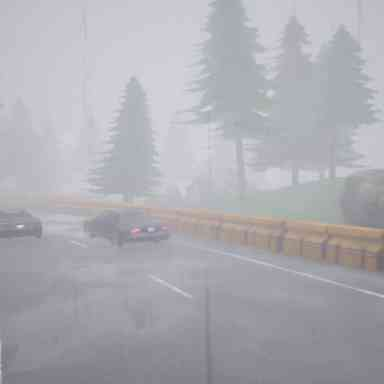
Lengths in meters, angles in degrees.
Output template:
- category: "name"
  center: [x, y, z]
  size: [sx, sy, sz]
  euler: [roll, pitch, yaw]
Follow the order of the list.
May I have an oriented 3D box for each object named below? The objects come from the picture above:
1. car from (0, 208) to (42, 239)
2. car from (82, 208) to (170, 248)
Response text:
- category: "car"
  center: [-8.629, 1.425, 15.746]
  size: [1.994, 1.385, 4.181]
  euler: [-1, 1, -41]
- category: "car"
  center: [-3.031, 1.421, 14.420]
  size: [2.033, 1.411, 5.357]
  euler: [-1, 1, -37]
